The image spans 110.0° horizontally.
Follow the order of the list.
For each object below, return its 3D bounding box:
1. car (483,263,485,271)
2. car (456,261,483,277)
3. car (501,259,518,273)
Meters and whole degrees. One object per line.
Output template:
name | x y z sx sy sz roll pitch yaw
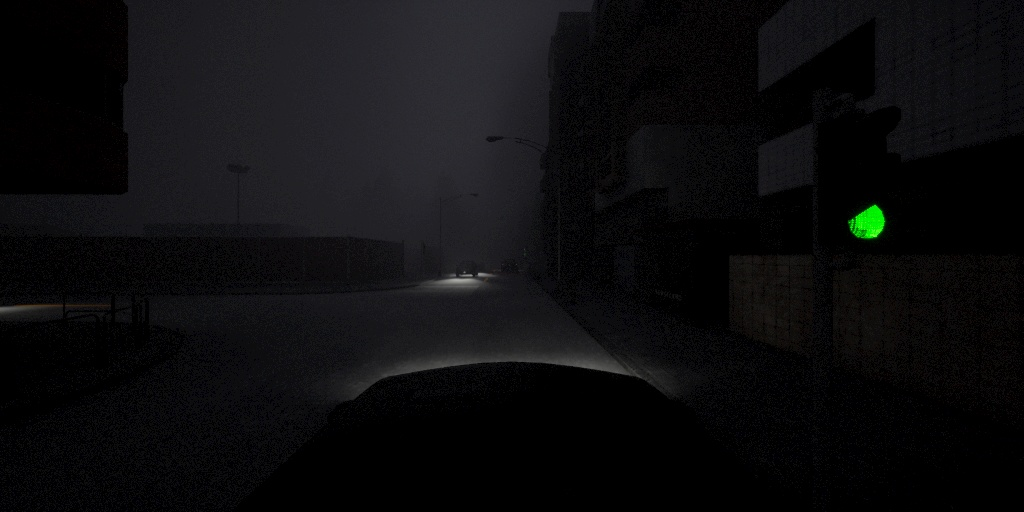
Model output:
car | -4.476 1.351 45.766 1.895 1.301 4.718 0 0 0
car | -4.409 1.241 35.652 2.128 1.511 4.902 0 0 0
car | -0.294 1.102 44.494 2.097 1.767 4.553 0 0 -1
